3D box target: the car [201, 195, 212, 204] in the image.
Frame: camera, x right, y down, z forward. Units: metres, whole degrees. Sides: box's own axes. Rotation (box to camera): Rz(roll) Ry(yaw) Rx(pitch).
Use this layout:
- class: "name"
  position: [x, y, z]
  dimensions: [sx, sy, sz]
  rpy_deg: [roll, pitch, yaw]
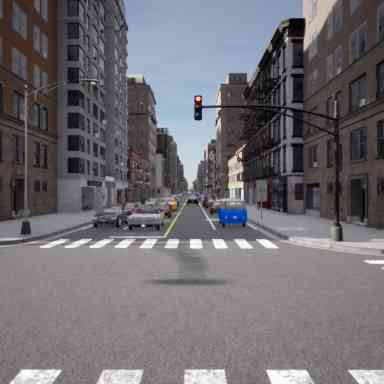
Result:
- class: "car"
  position: [2.665, 1.422, 62.188]
  dimensions: [1.967, 1.590, 4.097]
  rpy_deg: [0, 0, 0]

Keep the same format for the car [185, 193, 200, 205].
- class: "car"
  position: [0.135, 1.463, 56.841]
  dimensions: [1.882, 1.535, 5.008]
  rpy_deg: [0, 0, 0]

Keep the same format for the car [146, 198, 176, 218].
- class: "car"
  position: [-2.833, 1.562, 30.266]
  dimensions: [1.994, 1.385, 4.181]
  rpy_deg: [0, 0, 0]

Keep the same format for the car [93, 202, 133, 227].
- class: "car"
  position: [-5.378, 1.549, 22.413]
  dimensions: [2.008, 1.369, 4.403]
  rpy_deg: [0, 0, 0]

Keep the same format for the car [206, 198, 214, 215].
- class: "car"
  position: [2.652, 1.580, 33.781]
  dimensions: [1.802, 1.307, 4.206]
  rpy_deg: [0, 0, 0]

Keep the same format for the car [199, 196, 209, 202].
- class: "car"
  position: [2.670, 1.524, 73.550]
  dimensions: [2.008, 1.369, 4.403]
  rpy_deg: [0, 0, 0]

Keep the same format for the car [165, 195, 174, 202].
- class: "car"
  position: [-5.353, 1.409, 79.232]
  dimensions: [1.967, 1.590, 4.097]
  rpy_deg: [0, 0, 0]

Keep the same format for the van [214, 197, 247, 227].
- class: "van"
  position: [2.647, 1.340, 22.419]
  dimensions: [1.690, 1.788, 3.998]
  rpy_deg: [0, 0, 0]

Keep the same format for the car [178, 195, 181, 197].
- class: "car"
  position: [-2.788, 1.591, 50.018]
  dimensions: [1.895, 1.301, 4.718]
  rpy_deg: [0, 0, 0]

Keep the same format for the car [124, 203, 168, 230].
- class: "car"
  position: [-2.811, 1.600, 21.121]
  dimensions: [1.895, 1.301, 4.718]
  rpy_deg: [0, 0, -1]

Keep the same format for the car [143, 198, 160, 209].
- class: "car"
  position: [-5.368, 1.519, 44.971]
  dimensions: [1.752, 1.417, 4.829]
  rpy_deg: [0, 0, 0]

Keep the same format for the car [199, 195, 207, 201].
- class: "car"
  position: [2.675, 1.530, 84.913]
  dimensions: [1.947, 1.339, 4.313]
  rpy_deg: [0, 0, 0]

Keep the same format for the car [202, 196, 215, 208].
- class: "car"
  position: [2.657, 1.576, 45.144]
  dimensions: [1.802, 1.307, 4.206]
  rpy_deg: [0, 0, 0]

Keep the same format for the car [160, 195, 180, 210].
- class: "car"
  position: [-2.826, 1.474, 39.912]
  dimensions: [1.882, 1.535, 5.008]
  rpy_deg: [0, 0, 0]

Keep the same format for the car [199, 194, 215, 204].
- class: "car"
  position: [2.660, 1.305, 50.825]
  dimensions: [2.192, 1.841, 5.009]
  rpy_deg: [0, 0, 0]

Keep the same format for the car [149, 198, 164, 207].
- class: "car"
  position: [-5.365, 1.556, 50.823]
  dimensions: [1.947, 1.339, 4.313]
  rpy_deg: [0, 0, 0]

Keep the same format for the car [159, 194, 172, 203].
- class: "car"
  position: [-5.358, 1.292, 67.868]
  dimensions: [2.192, 1.841, 5.009]
  rpy_deg: [0, 0, 0]

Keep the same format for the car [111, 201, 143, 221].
- class: "car"
  position: [-5.376, 1.543, 28.095]
  dimensions: [1.887, 1.381, 4.507]
  rpy_deg: [0, 0, 0]
